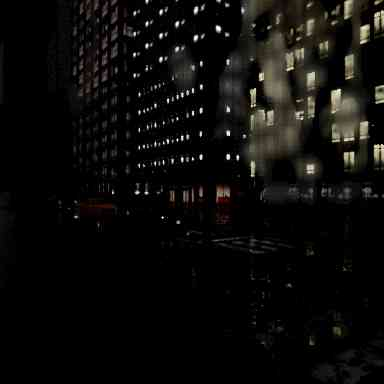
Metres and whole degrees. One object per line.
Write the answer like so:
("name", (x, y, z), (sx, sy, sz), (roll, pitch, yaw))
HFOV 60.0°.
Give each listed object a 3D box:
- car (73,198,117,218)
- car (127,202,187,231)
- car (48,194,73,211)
("car", (-7.824, 1.254, 27.364), (1.882, 1.535, 5.008), (0, 0, -37))
("car", (-2.193, 1.344, 19.796), (2.128, 1.511, 4.902), (0, 0, -37))
("car", (-13.711, 1.045, 35.292), (2.097, 1.767, 4.553), (0, 0, -37))
